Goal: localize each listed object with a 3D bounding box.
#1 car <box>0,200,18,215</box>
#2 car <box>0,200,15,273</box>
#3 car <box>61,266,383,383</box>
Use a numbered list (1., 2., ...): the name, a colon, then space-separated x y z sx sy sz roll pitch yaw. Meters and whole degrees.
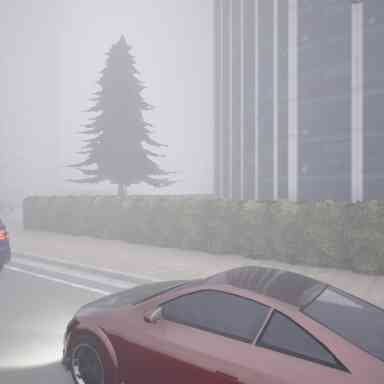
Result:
1. car: -20.361 1.560 33.239 1.837 1.490 4.892 0 0 35
2. car: -7.153 1.221 9.060 5.566 2.045 2.150 0 0 35
3. car: 0.457 1.564 3.667 4.181 1.385 1.994 0 0 35
